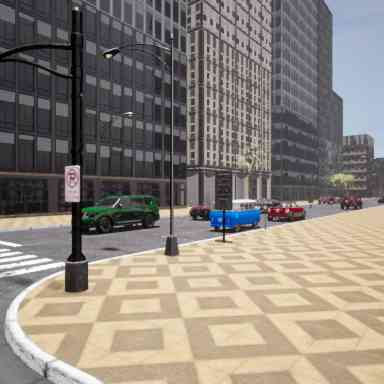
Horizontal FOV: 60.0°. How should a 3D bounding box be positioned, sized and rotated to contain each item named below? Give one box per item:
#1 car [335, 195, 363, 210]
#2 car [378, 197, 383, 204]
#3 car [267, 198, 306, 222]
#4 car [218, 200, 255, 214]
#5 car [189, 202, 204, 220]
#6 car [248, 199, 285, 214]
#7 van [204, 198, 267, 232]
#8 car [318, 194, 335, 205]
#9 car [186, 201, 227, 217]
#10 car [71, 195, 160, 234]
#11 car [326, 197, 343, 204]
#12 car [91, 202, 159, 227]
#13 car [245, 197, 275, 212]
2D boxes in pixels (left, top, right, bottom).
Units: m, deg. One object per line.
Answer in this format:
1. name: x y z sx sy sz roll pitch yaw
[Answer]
1. car: 21.323 1.368 44.426 2.192 1.841 5.009 0 0 38
2. car: 38.347 1.658 66.425 1.947 1.339 4.313 0 0 38
3. car: 7.703 1.472 26.825 1.967 1.590 4.097 0 0 38
4. car: 4.876 1.570 36.049 1.887 1.381 4.507 0 0 38
5. car: 1.837 1.624 28.086 1.895 1.301 4.718 0 0 38
6. car: 8.224 1.522 36.322 2.128 1.511 4.902 0 0 38
7. van: 2.723 1.368 20.209 1.690 1.788 3.998 0 0 38
8. car: 25.306 1.380 62.450 2.192 1.841 5.009 0 0 38
9. car: 1.471 1.603 31.648 1.802 1.307 4.206 0 0 38
10. car: -4.380 1.238 20.019 2.150 2.045 5.566 0 0 39
11. car: 28.711 1.624 66.849 2.008 1.369 4.403 0 0 38
12. car: -4.657 1.540 23.941 1.752 1.417 4.829 0 0 38
13. car: 8.281 1.471 40.449 1.967 1.590 4.097 0 0 38
